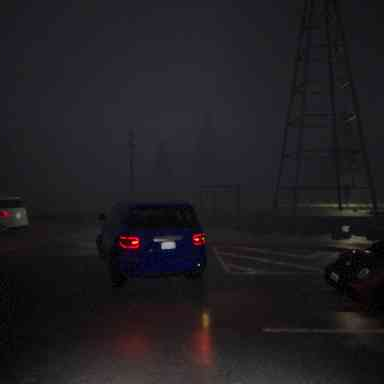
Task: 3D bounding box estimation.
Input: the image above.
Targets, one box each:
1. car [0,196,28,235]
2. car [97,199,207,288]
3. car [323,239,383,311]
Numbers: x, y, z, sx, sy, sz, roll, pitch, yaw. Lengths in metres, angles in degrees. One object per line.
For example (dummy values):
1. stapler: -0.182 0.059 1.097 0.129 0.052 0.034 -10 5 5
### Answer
1. car: -11.143 1.213 16.754 5.566 2.045 2.150 0 0 10
2. car: -1.388 1.217 9.573 2.150 2.045 5.566 0 0 -19
3. car: 4.891 1.517 6.887 3.905 1.438 1.784 0 0 0
